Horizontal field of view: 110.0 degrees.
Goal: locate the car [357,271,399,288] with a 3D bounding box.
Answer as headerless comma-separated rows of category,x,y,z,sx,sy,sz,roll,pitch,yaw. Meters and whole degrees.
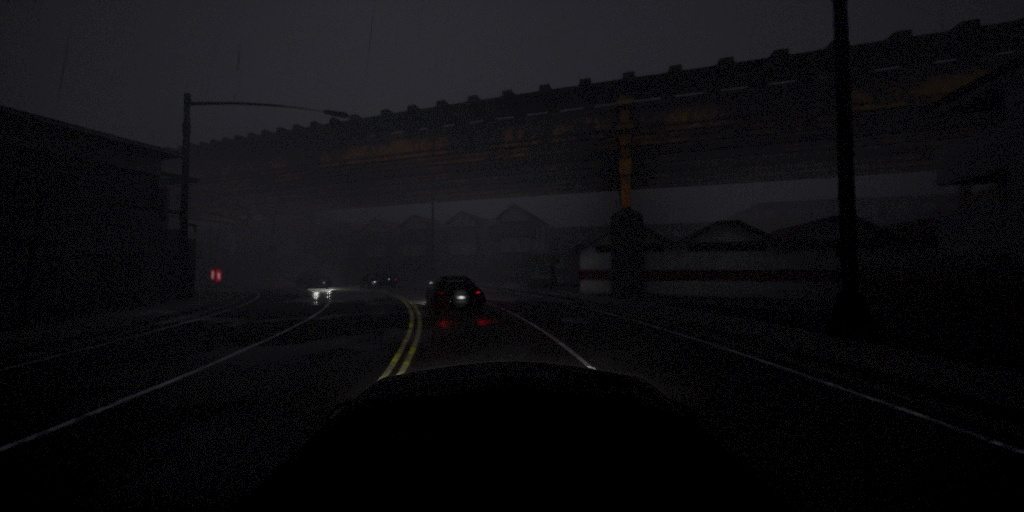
car,-11.809,2.056,31.409,2.033,1.411,5.357,2,-3,-42

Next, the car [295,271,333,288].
car,-17.790,2.090,32.114,4.902,1.511,2.128,-3,-3,42

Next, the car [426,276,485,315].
car,-2.440,1.520,14.900,1.994,1.385,4.181,1,-1,-17
